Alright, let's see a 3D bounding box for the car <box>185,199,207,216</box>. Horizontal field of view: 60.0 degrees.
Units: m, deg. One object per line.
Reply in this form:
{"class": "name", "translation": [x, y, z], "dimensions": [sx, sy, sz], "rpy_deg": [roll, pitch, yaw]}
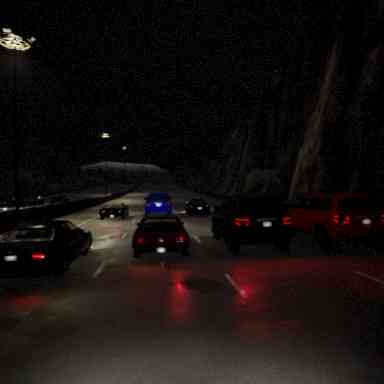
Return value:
{"class": "car", "translation": [0.458, 1.322, 30.220], "dimensions": [1.994, 1.385, 4.181], "rpy_deg": [-1, 1, -6]}

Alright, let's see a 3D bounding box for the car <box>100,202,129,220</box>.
{"class": "car", "translation": [-6.291, 1.496, 27.408], "dimensions": [1.895, 1.301, 4.718], "rpy_deg": [-1, 1, -6]}

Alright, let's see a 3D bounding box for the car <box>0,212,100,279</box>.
{"class": "car", "translation": [-4.471, 1.583, 10.284], "dimensions": [2.033, 1.411, 5.357], "rpy_deg": [-1, 0, -6]}

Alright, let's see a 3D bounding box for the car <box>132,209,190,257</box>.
{"class": "car", "translation": [-1.217, 1.566, 12.941], "dimensions": [1.895, 1.301, 4.718], "rpy_deg": [-1, 0, -6]}

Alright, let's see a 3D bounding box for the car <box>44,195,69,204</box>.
{"class": "car", "translation": [-19.219, 1.239, 48.084], "dimensions": [1.837, 1.490, 4.892], "rpy_deg": [-1, 1, -6]}

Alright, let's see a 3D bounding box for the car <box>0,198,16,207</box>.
{"class": "car", "translation": [-26.174, 1.449, 47.349], "dimensions": [1.895, 1.301, 4.718], "rpy_deg": [-1, 1, -6]}

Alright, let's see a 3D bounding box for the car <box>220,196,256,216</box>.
{"class": "car", "translation": [3.998, 1.200, 29.984], "dimensions": [2.128, 1.511, 4.902], "rpy_deg": [-1, 1, -6]}

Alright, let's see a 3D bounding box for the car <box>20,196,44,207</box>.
{"class": "car", "translation": [-22.700, 1.338, 47.720], "dimensions": [2.033, 1.411, 5.357], "rpy_deg": [-1, 1, -6]}

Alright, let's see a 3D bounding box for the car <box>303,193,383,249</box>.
{"class": "car", "translation": [5.704, 1.074, 14.012], "dimensions": [2.150, 2.045, 5.566], "rpy_deg": [-1, 1, -6]}

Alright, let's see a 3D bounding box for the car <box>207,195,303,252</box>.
{"class": "car", "translation": [2.223, 1.131, 13.655], "dimensions": [2.150, 2.045, 5.566], "rpy_deg": [-1, 1, -6]}

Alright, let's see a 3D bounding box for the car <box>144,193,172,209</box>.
{"class": "car", "translation": [-2.869, 1.056, 28.302], "dimensions": [2.150, 2.045, 5.566], "rpy_deg": [-1, 1, -6]}
